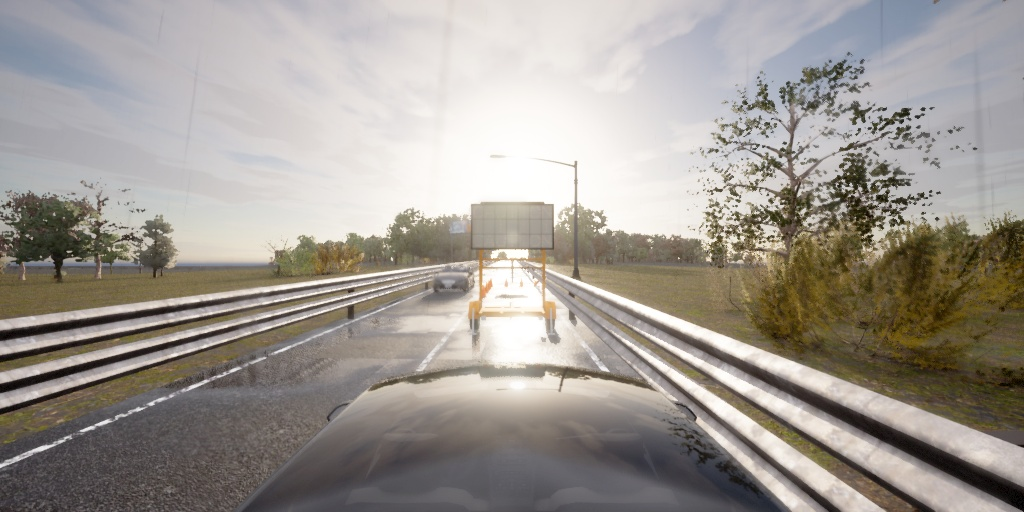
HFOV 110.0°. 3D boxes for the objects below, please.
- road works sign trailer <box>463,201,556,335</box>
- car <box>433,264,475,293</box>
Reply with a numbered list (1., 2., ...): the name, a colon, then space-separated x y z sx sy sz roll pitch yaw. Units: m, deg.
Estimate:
1. road works sign trailer: 0.014 0.218 10.494 2.380 3.560 2.880 0 0 0
2. car: -3.242 1.249 20.716 2.128 1.511 4.902 0 0 0
